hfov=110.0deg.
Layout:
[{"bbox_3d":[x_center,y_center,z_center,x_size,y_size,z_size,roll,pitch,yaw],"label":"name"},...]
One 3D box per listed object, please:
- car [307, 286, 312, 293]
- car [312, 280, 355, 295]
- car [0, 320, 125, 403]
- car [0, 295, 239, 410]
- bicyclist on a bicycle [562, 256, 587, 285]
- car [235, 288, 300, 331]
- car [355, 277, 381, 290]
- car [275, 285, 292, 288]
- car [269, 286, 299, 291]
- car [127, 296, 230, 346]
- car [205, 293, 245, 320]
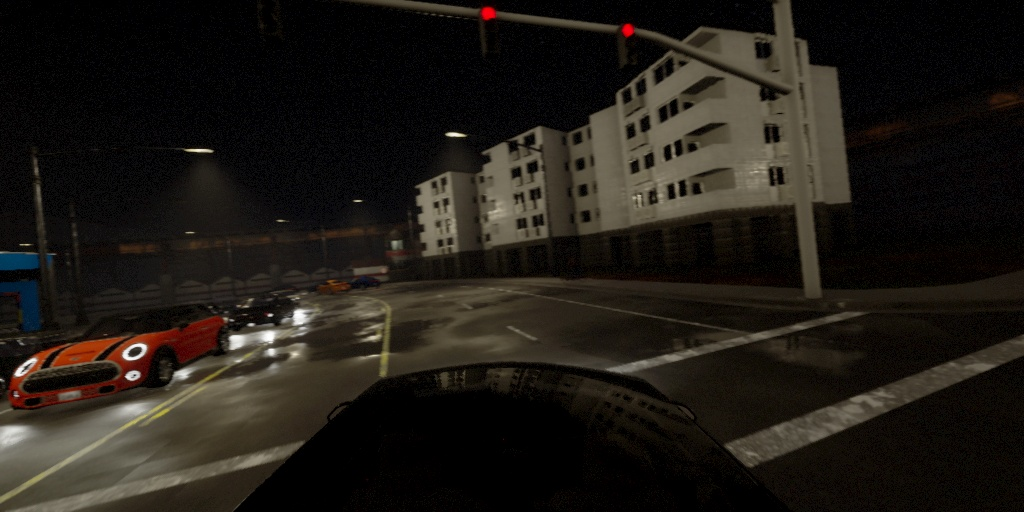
[{"bbox_3d":[-25.597,4.192,48.312,4.181,1.385,1.994,-6,0,26],"label":"car"},{"bbox_3d":[-20.076,3.495,40.185,5.008,1.535,1.882,-6,0,40],"label":"car"},{"bbox_3d":[-12.641,2.715,8.971,1.895,1.301,4.718,-6,0,-19],"label":"car"},{"bbox_3d":[-8.950,2.077,8.735,2.097,1.767,4.553,-6,0,-19],"label":"car"},{"bbox_3d":[3.552,0.780,20.657,1.656,1.620,0.582,-9,1,-19],"label":"bicyclist on a bicycle"},{"bbox_3d":[-12.040,2.633,17.615,2.033,1.411,5.357,-6,0,-22],"label":"car"},{"bbox_3d":[-17.734,3.260,42.889,5.008,1.535,1.882,-6,0,39],"label":"car"},{"bbox_3d":[-29.748,4.532,46.431,5.008,1.535,1.882,-6,0,25],"label":"car"},{"bbox_3d":[-16.854,3.226,26.386,1.895,1.301,4.718,-6,0,-36],"label":"car"},{"bbox_3d":[-15.805,2.970,17.408,2.128,1.511,4.902,-6,0,-25],"label":"car"},{"bbox_3d":[-21.150,3.622,26.362,2.033,1.411,5.357,-6,0,-40],"label":"car"}]
